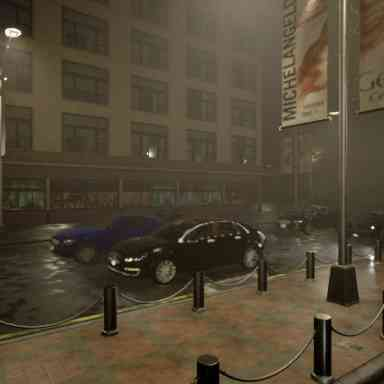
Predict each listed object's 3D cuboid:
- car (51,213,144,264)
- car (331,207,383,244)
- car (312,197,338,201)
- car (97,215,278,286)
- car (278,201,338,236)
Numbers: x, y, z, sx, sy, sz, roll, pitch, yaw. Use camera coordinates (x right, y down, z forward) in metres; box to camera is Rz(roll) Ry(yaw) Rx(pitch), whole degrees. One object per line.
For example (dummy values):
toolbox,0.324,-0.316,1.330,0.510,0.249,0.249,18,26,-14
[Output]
car,-2.574,1.525,12.008,4.674,1.442,1.812,0,0,-35
car,9.036,1.601,16.007,4.718,1.301,1.895,0,0,-35
car,18.497,1.491,46.348,2.128,1.511,4.902,0,0,-38
car,0.048,1.506,9.569,4.892,1.490,1.837,1,0,-36
car,6.746,1.492,18.671,4.902,1.511,2.128,0,0,-35
